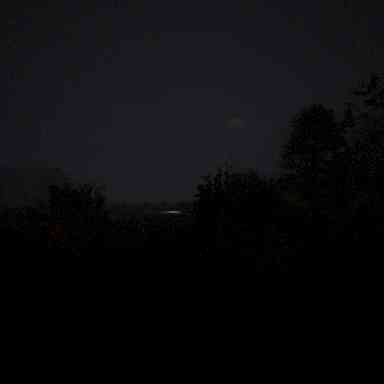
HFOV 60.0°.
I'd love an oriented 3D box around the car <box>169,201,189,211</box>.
[{"bbox_3d":[-1.230,1.944,46.052,1.994,1.385,4.181,0,0,37],"label":"car"}]
